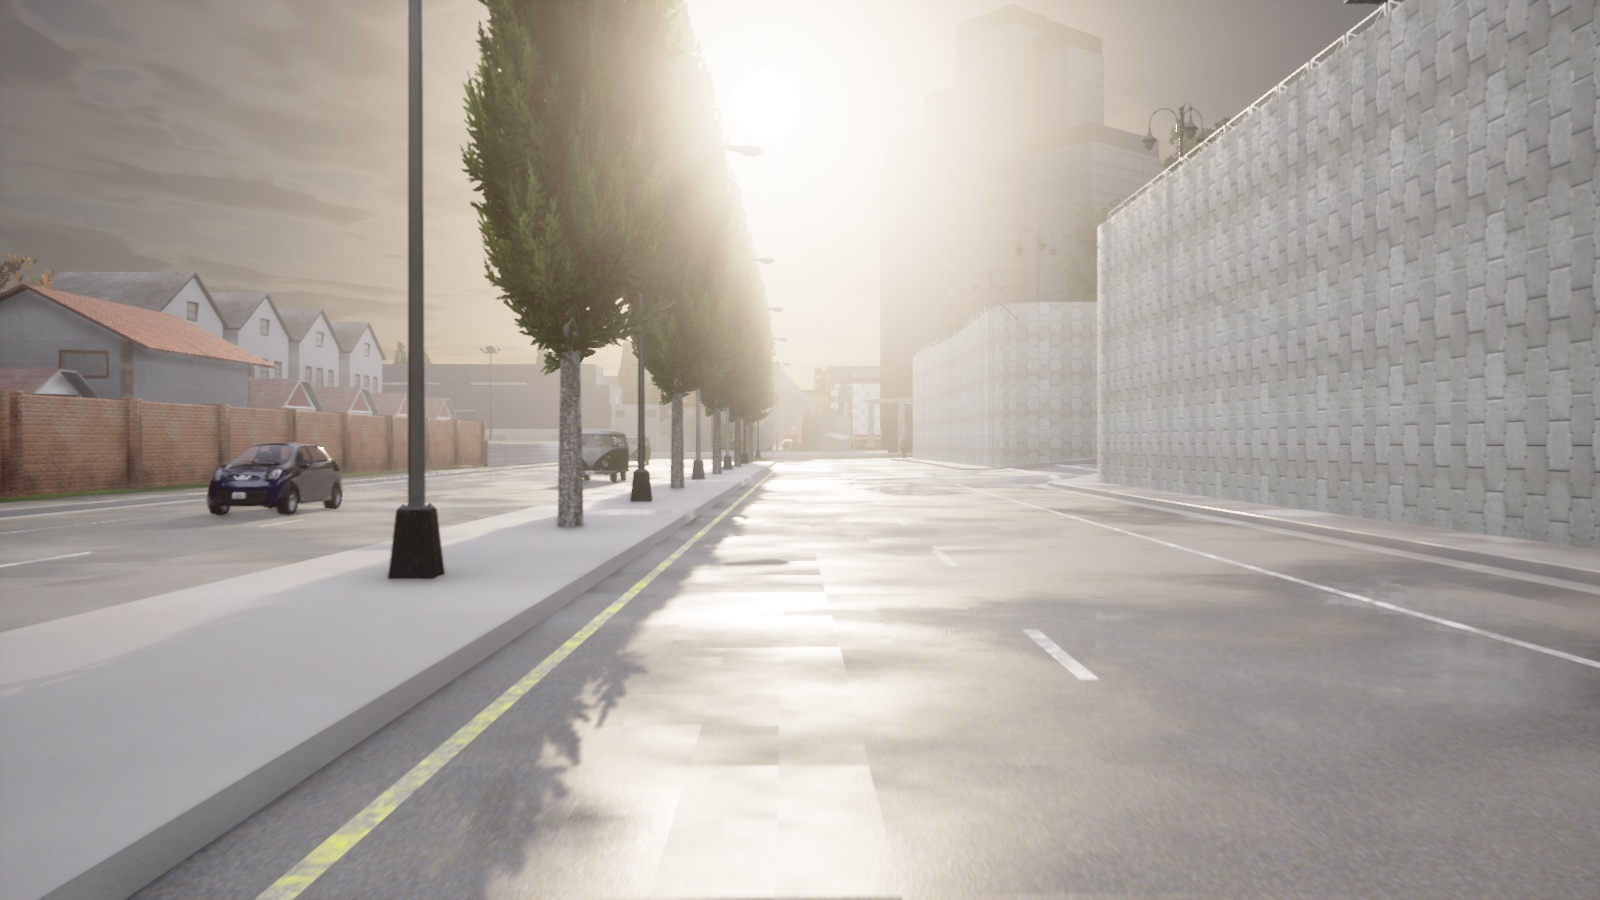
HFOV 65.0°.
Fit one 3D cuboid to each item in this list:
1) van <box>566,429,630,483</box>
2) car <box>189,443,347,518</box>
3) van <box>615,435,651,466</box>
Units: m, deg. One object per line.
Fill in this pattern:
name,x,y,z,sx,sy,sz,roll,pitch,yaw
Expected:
van,-7.720,0.221,48.285,1.775,1.987,4.442,0,0,0
car,-11.333,0.599,27.039,1.845,1.501,3.633,0,0,0
van,-11.017,0.022,83.146,1.775,1.987,4.442,0,0,0
